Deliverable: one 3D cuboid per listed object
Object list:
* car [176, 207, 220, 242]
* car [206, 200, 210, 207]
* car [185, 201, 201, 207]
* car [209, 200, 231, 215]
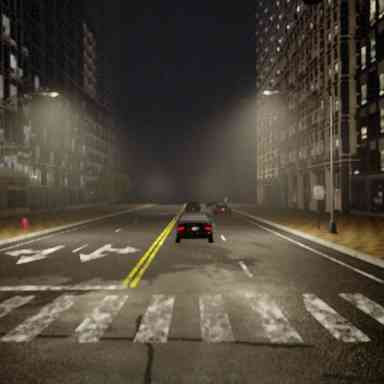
[{"bbox_3d":[0.113,1.733,17.487,2.033,1.411,5.357,-1,-1,0],"label":"car"},{"bbox_3d":[3.404,2.123,58.763,1.895,1.301,4.718,-1,-1,0],"label":"car"},{"bbox_3d":[0.142,1.876,41.041,1.882,1.535,5.008,-1,-1,0],"label":"car"},{"bbox_3d":[3.389,1.908,38.347,1.994,1.385,4.181,-1,-1,0],"label":"car"}]
